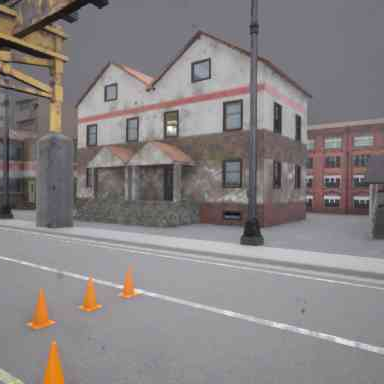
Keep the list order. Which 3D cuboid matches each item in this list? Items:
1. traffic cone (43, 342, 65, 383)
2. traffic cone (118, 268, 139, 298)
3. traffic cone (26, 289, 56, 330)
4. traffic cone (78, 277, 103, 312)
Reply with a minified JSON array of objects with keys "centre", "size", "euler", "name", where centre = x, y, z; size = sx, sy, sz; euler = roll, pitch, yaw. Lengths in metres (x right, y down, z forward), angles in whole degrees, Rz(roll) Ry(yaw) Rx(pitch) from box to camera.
[{"centre":[-1.520,1.952,3.657],"size":[0.340,0.580,0.340],"euler":[0,0,36],"name":"traffic cone"},{"centre":[-1.386,1.949,7.260],"size":[0.340,0.580,0.340],"euler":[0,0,36],"name":"traffic cone"},{"centre":[-2.557,1.949,5.638],"size":[0.340,0.580,0.340],"euler":[0,0,36],"name":"traffic cone"},{"centre":[-1.972,1.949,6.449],"size":[0.340,0.580,0.340],"euler":[0,0,36],"name":"traffic cone"}]
